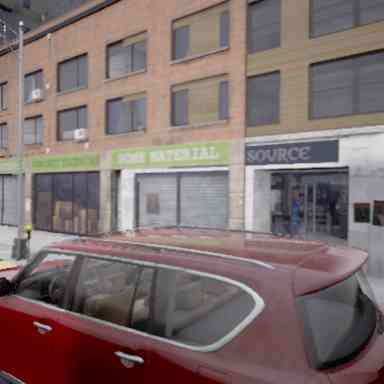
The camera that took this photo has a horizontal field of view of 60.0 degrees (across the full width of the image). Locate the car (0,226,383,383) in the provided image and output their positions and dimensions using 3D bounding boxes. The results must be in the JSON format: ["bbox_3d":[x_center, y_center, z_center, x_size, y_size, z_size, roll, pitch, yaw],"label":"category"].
[{"bbox_3d":[-0.626,1.309,3.515,5.009,1.841,2.192,0,1,35],"label":"car"}]
